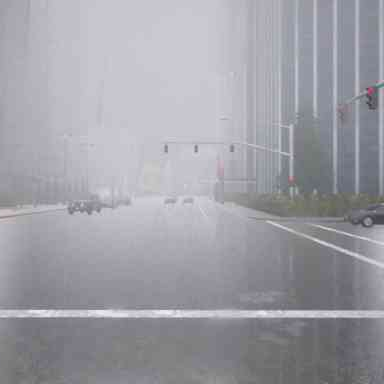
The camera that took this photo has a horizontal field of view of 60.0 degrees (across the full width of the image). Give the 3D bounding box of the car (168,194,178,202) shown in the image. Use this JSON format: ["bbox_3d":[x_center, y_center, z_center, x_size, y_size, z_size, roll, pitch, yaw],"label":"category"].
[{"bbox_3d":[-4.336,1.355,75.253,2.097,1.767,4.553,0,0,0],"label":"car"}]

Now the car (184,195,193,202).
[{"bbox_3d":[-0.841,1.387,75.492,1.882,1.535,5.008,0,0,0],"label":"car"}]

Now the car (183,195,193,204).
[{"bbox_3d":[-0.754,1.526,65.241,1.812,1.442,4.674,0,0,0],"label":"car"}]

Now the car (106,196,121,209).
[{"bbox_3d":[-11.176,1.564,44.316,1.994,1.385,4.181,0,0,-1],"label":"car"}]

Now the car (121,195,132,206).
[{"bbox_3d":[-11.251,1.352,54.523,2.097,1.767,4.553,0,0,-1],"label":"car"}]

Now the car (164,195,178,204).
[{"bbox_3d":[-4.123,1.526,62.886,1.812,1.442,4.674,0,0,0],"label":"car"}]

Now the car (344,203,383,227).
[{"bbox_3d":[12.630,1.505,21.981,4.892,1.490,1.837,0,0,0],"label":"car"}]

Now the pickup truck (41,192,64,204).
[{"bbox_3d":[-24.331,1.059,59.937,2.390,2.098,6.274,0,0,30],"label":"pickup truck"}]

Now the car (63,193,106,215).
[{"bbox_3d":[-11.091,1.221,34.787,2.150,2.045,5.566,0,0,-1],"label":"car"}]
